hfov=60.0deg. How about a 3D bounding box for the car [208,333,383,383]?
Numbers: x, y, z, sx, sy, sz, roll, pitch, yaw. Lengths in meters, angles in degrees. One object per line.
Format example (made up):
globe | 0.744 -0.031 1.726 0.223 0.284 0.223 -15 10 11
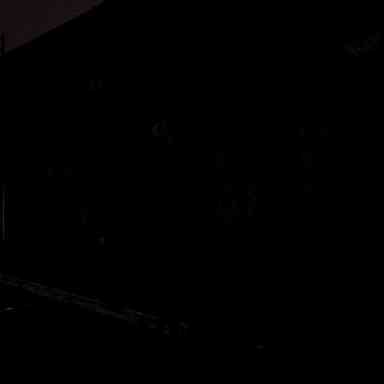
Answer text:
car | 1.777 1.434 1.616 4.097 1.590 1.967 -1 -1 36
